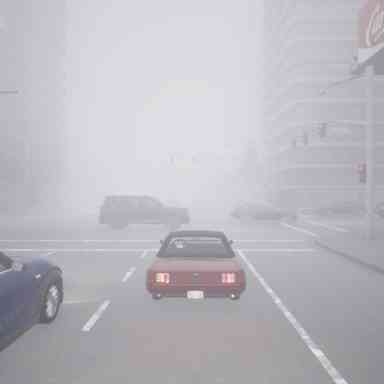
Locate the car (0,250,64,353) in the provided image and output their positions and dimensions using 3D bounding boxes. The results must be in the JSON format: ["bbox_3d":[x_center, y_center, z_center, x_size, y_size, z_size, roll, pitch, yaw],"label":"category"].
[{"bbox_3d":[-3.434,1.354,4.320,2.097,1.767,4.553,0,0,1],"label":"car"}]

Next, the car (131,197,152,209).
[{"bbox_3d":[-6.955,1.511,46.443,2.128,1.511,4.902,0,0,1],"label":"car"}]

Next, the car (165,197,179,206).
[{"bbox_3d":[-3.285,1.588,54.940,1.994,1.385,4.181,0,0,0],"label":"car"}]

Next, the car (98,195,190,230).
[{"bbox_3d":[-2.892,1.233,20.502,5.566,2.045,2.150,0,0,0],"label":"car"}]

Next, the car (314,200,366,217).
[{"bbox_3d":[14.050,1.518,31.256,4.892,1.490,1.837,0,0,0],"label":"car"}]

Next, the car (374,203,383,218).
[{"bbox_3d":[18.261,1.234,27.771,5.566,2.045,2.150,0,0,0],"label":"car"}]

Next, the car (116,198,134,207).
[{"bbox_3d":[-10.444,1.623,52.086,1.895,1.301,4.718,0,0,1],"label":"car"}]

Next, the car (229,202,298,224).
[{"bbox_3d":[5.119,1.502,24.029,4.902,1.511,2.128,0,0,0],"label":"car"}]

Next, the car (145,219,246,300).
[{"bbox_3d":[0.107,1.604,8.343,1.895,1.301,4.718,0,0,1],"label":"car"}]

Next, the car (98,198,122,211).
[{"bbox_3d":[-10.481,1.523,42.830,1.837,1.490,4.892,0,0,0],"label":"car"}]
